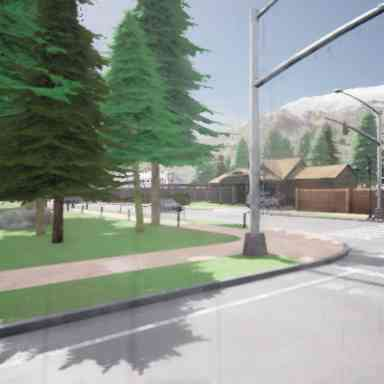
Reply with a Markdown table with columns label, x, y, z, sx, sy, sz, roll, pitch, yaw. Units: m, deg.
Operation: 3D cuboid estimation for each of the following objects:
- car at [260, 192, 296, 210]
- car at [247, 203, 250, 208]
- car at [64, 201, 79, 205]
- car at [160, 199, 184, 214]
| label | x | y | z | sx | sy | sz | roll | pitch | yaw |
| --- | --- | --- | --- | --- | --- | --- | --- | --- | --- |
| car | 10.252 | 0.997 | 37.615 | 4.605 | 1.855 | 1.932 | 0 | 0 | -37 |
| car | 8.434 | 1.002 | 39.395 | 3.866 | 1.878 | 1.905 | 0 | 0 | -37 |
| car | -20.756 | 1.506 | 55.775 | 1.895 | 1.301 | 4.718 | 0 | 0 | -45 |
| car | -2.582 | 1.437 | 34.750 | 2.033 | 1.411 | 5.357 | 0 | 0 | -24 |
